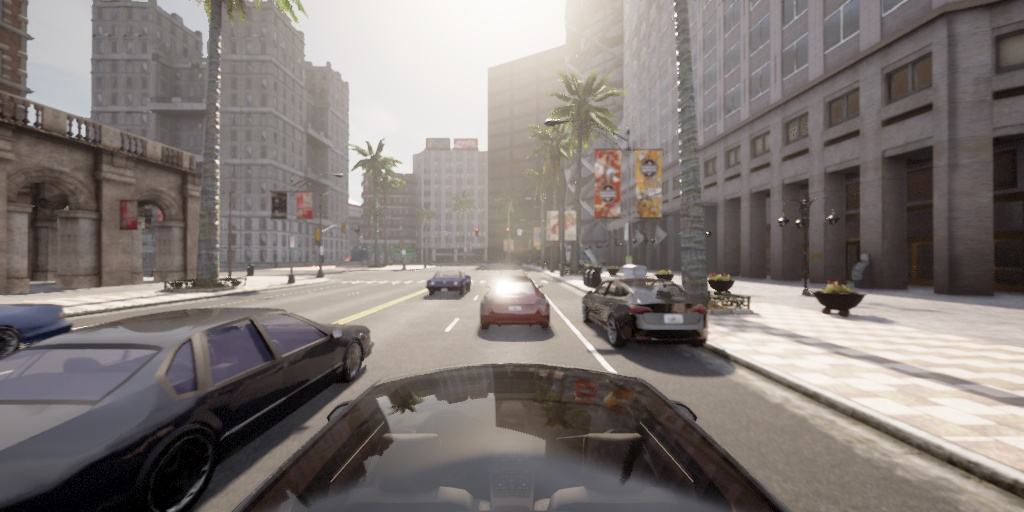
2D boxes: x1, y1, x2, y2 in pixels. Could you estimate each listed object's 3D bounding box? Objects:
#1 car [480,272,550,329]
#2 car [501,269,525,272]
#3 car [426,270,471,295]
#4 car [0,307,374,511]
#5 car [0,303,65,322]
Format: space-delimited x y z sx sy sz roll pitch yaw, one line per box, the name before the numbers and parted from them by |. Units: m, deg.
car | 0.077 1.363 11.440 1.994 1.385 4.181 0 0 0
car | 0.051 1.455 21.732 1.895 1.301 4.718 0 0 0
car | -3.447 1.449 20.479 1.895 1.301 4.718 0 0 0
car | -3.404 1.309 4.054 2.033 1.411 5.357 0 0 0
car | -10.605 1.317 5.450 2.033 1.411 5.357 0 0 0
